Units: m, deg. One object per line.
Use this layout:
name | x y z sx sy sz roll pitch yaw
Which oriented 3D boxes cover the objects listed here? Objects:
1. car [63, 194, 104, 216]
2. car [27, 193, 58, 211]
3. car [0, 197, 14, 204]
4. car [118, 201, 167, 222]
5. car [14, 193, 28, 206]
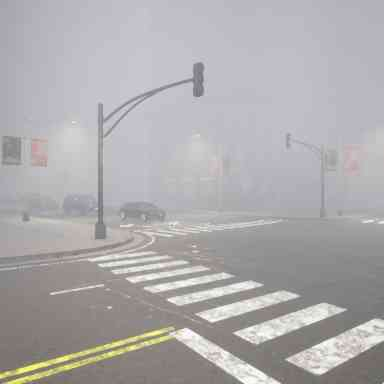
car | -11.017 1.207 33.459 2.150 2.045 5.566 0 0 -45
car | -18.112 1.333 40.576 2.097 1.767 4.553 0 0 -45
car | -33.634 1.531 60.996 1.994 1.385 4.181 0 0 -45
car | -4.004 1.495 26.430 1.837 1.490 4.892 0 0 -44
car | -26.051 1.198 53.403 5.566 2.045 2.150 0 0 45
